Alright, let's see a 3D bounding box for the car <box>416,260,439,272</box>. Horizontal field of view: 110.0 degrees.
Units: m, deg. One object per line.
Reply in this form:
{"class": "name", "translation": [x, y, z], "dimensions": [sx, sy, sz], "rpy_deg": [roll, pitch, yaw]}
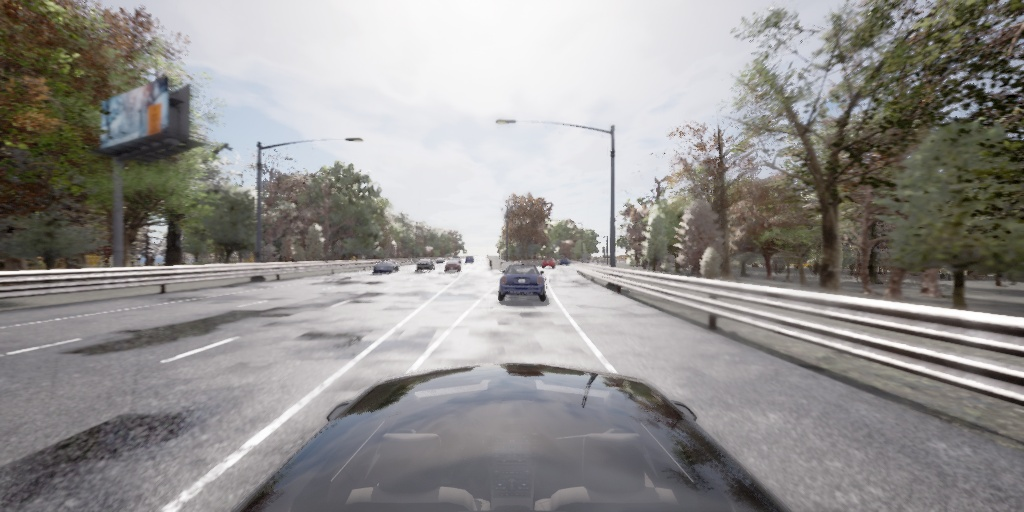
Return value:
{"class": "car", "translation": [-10.982, 1.226, 45.877], "dimensions": [1.837, 1.490, 4.892], "rpy_deg": [0, 0, -4]}

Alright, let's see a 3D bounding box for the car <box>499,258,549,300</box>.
{"class": "car", "translation": [0.540, 1.123, 17.961], "dimensions": [2.097, 1.767, 4.553], "rpy_deg": [1, 0, 3]}

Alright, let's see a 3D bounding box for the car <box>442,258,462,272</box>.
{"class": "car", "translation": [-7.470, 1.267, 45.774], "dimensions": [1.812, 1.442, 4.674], "rpy_deg": [0, 0, -4]}

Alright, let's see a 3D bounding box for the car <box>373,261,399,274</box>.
{"class": "car", "translation": [-14.092, 1.263, 40.351], "dimensions": [1.994, 1.385, 4.181], "rpy_deg": [0, 0, -4]}
